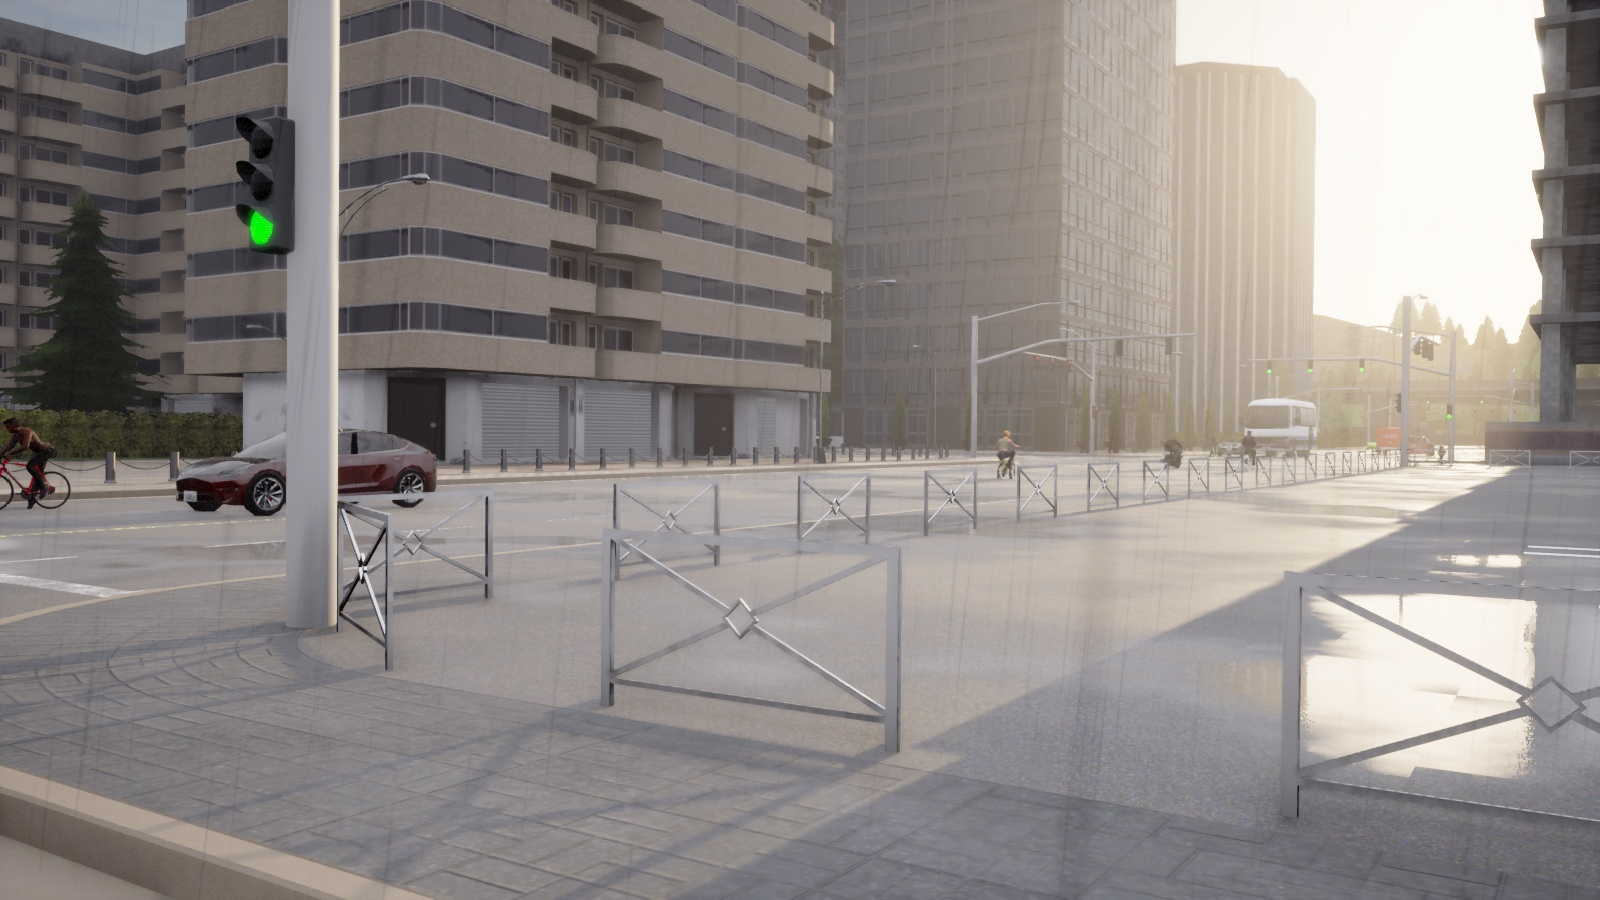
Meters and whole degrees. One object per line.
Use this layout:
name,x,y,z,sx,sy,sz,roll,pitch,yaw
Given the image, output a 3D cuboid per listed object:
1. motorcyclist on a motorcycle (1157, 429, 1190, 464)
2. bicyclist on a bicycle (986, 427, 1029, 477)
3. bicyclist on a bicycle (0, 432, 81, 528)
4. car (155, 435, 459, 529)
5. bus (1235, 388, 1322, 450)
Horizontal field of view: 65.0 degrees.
motorcyclist on a motorcycle,16.890,-0.162,56.766,0.866,1.530,2.191,0,1,33
bicyclist on a bicycle,6.766,0.048,40.884,0.866,1.612,1.509,0,1,32
bicyclist on a bicycle,-13.599,0.507,21.982,0.582,1.620,1.656,0,1,33
car,-8.837,0.498,22.939,2.163,1.488,4.792,0,1,33
bus,35.063,-2.215,91.767,3.944,4.253,10.273,0,1,33
